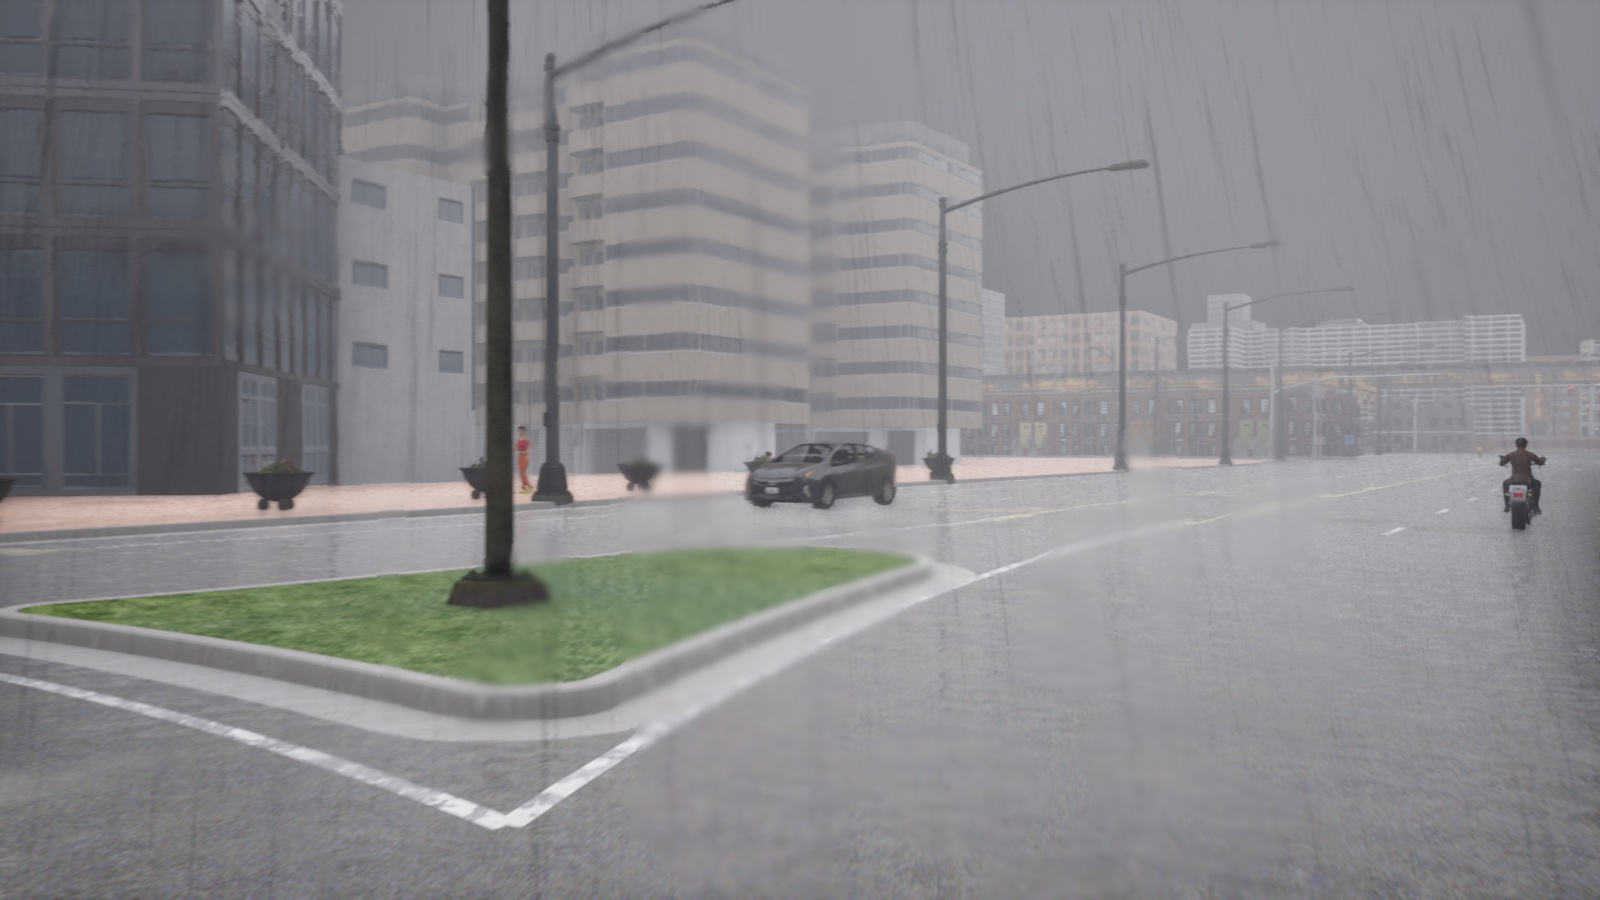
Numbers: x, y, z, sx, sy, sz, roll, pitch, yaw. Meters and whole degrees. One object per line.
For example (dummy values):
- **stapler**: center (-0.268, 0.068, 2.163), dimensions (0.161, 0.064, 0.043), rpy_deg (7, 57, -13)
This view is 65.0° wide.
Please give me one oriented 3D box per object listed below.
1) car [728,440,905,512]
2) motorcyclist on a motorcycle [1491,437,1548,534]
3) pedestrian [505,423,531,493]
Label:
- **car**: center (0.484, 0.529, 29.041), dimensions (2.007, 1.525, 4.514), rpy_deg (0, 0, 33)
- **motorcyclist on a motorcycle**: center (12.895, 0.598, 22.478), dimensions (0.766, 1.649, 2.350), rpy_deg (0, 0, 33)
- **pedestrian**: center (-7.484, 0.214, 33.348), dimensions (0.345, 1.836, 0.594), rpy_deg (0, 0, 33)
